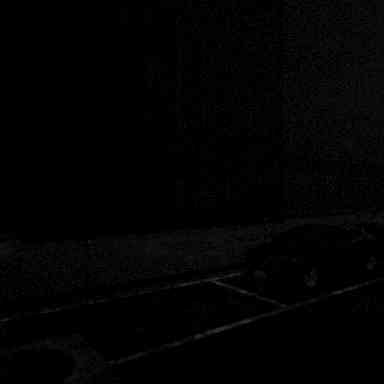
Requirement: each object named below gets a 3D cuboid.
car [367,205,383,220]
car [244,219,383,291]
[{"bbox_3d":[7.958,1.315,12.319,5.009,1.841,2.192,0,0,-35],"label":"car"},{"bbox_3d":[3.369,1.564,9.047,4.313,1.339,1.947,0,0,-35],"label":"car"}]
